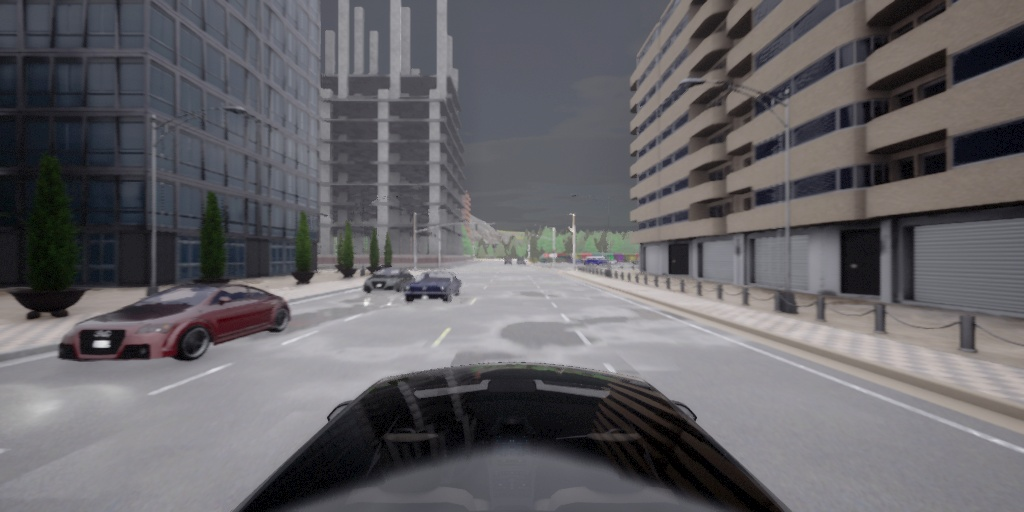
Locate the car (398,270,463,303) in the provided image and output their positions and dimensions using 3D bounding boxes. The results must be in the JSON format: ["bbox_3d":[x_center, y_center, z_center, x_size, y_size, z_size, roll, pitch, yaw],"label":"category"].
[{"bbox_3d":[-3.564,1.398,16.868,1.895,1.301,4.718,0,0,0],"label":"car"}]

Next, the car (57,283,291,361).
[{"bbox_3d":[-7.082,1.335,8.183,1.994,1.385,4.181,0,0,0],"label":"car"}]

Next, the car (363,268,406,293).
[{"bbox_3d":[-7.033,1.375,20.983,1.994,1.385,4.181,0,0,1],"label":"car"}]
